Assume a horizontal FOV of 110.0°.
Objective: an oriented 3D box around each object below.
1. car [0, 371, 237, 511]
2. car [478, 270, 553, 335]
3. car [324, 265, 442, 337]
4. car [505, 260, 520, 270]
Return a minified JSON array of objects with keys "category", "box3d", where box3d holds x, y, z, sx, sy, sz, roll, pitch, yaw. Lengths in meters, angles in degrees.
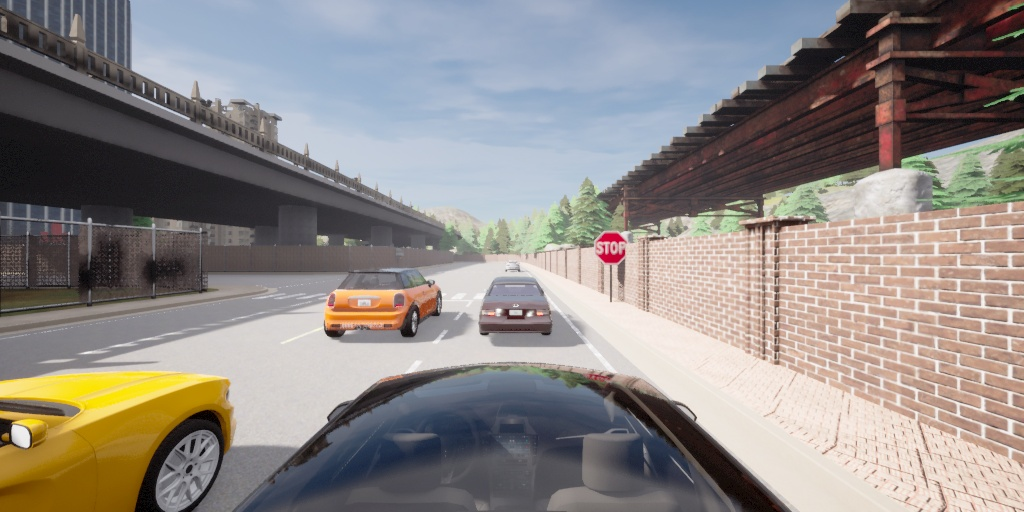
[{"category":"car","box3d":[-3.397,1.228,1.155,1.882,1.535,5.008,0,0,0]},{"category":"car","box3d":[0.082,1.297,10.434,2.033,1.411,5.357,0,0,0]},{"category":"car","box3d":[-3.419,1.102,10.413,2.097,1.767,4.553,0,0,0]},{"category":"car","box3d":[0.085,1.276,46.303,1.812,1.442,4.674,0,0,-1]}]
